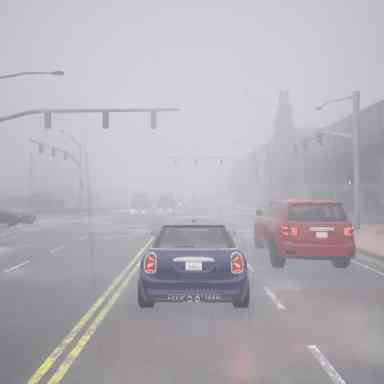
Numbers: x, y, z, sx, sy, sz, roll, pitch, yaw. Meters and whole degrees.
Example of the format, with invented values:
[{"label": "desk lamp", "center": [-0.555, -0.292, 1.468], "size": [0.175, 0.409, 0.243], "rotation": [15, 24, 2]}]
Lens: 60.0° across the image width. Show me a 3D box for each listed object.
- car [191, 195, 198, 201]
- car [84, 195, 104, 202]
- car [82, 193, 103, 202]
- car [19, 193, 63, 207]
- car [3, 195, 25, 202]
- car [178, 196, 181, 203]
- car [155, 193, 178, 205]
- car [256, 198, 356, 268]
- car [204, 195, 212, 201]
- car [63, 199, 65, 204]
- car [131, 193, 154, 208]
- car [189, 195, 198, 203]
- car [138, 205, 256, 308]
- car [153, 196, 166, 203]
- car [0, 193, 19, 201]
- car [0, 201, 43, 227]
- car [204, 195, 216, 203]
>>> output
[{"label": "car", "center": [0.669, 1.478, 87.748], "size": [1.882, 1.535, 5.008], "rotation": [0, 0, 1]}, {"label": "car", "center": [-21.583, 1.395, 73.076], "size": [3.806, 1.475, 1.970], "rotation": [0, 0, 0]}, {"label": "car", "center": [-21.590, 1.156, 70.181], "size": [3.866, 1.878, 1.905], "rotation": [0, 0, 0]}, {"label": "car", "center": [-21.573, 1.153, 47.663], "size": [4.605, 1.855, 1.932], "rotation": [0, 0, 0]}, {"label": "car", "center": [-39.050, 1.364, 73.030], "size": [3.905, 1.438, 1.784], "rotation": [0, 0, 0]}, {"label": "car", "center": [-3.548, 1.526, 60.891], "size": [1.812, 1.442, 4.674], "rotation": [0, 0, 2]}, {"label": "car", "center": [-3.783, 1.221, 50.607], "size": [2.150, 2.045, 5.566], "rotation": [0, 0, 1]}, {"label": "car", "center": [3.535, 1.221, 11.433], "size": [2.150, 2.045, 5.566], "rotation": [0, 0, 2]}, {"label": "car", "center": [4.170, 1.525, 87.756], "size": [2.128, 1.511, 4.902], "rotation": [0, 0, 1]}, {"label": "car", "center": [-21.523, 1.156, 50.558], "size": [3.866, 1.878, 1.905], "rotation": [0, 0, 0]}, {"label": "car", "center": [-7.321, 1.221, 48.183], "size": [2.150, 2.045, 5.566], "rotation": [0, 0, 1]}, {"label": "car", "center": [0.306, 1.505, 68.514], "size": [1.837, 1.490, 4.892], "rotation": [0, 0, 1]}, {"label": "car", "center": [0.040, 1.352, 8.092], "size": [2.097, 1.767, 4.553], "rotation": [0, 0, 0]}, {"label": "car", "center": [-6.758, 1.540, 70.132], "size": [2.033, 1.411, 5.357], "rotation": [0, 0, 1]}, {"label": "car", "center": [-39.110, 1.153, 70.134], "size": [4.605, 1.855, 1.932], "rotation": [0, 0, 0]}, {"label": "car", "center": [-12.796, 1.525, 22.346], "size": [4.674, 1.442, 1.812], "rotation": [0, 0, 13]}, {"label": "car", "center": [3.820, 1.525, 69.603], "size": [1.812, 1.442, 4.674], "rotation": [0, 0, 1]}]
